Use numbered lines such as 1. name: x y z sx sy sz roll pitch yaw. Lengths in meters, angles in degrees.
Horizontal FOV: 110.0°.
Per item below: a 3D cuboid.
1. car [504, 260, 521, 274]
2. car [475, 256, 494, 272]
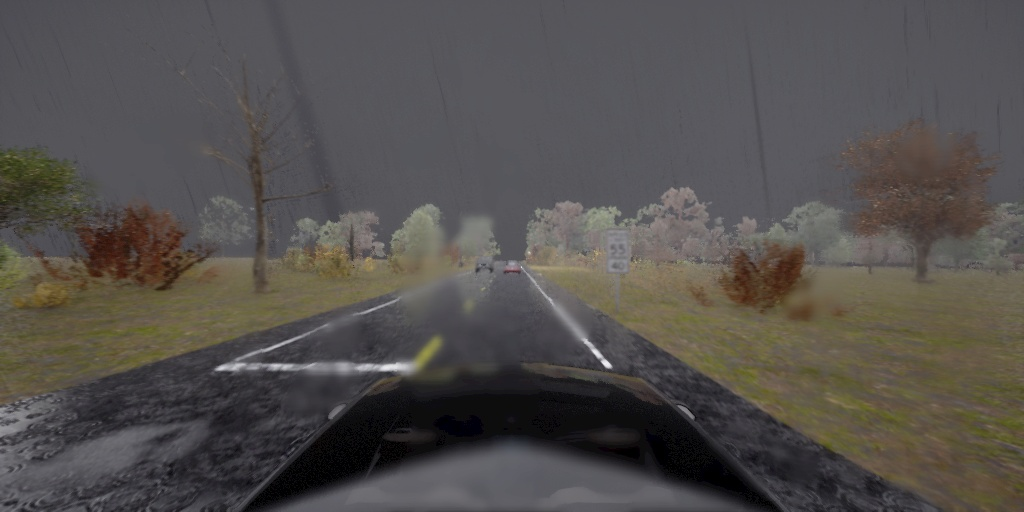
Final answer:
1. car: 0.030 1.378 42.069 1.994 1.385 4.181 0 0 0
2. car: -3.467 1.049 46.629 2.150 2.045 5.566 0 0 0
